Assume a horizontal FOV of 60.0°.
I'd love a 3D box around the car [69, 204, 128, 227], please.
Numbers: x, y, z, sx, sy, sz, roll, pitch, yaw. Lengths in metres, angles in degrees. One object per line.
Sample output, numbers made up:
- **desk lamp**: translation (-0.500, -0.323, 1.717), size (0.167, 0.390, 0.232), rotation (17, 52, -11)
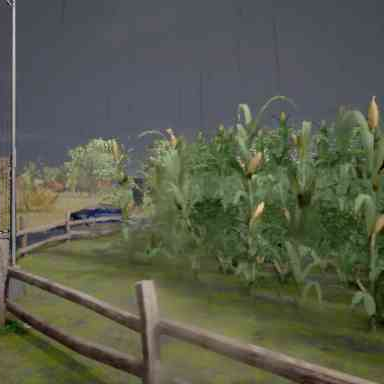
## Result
- **car**: translation (-6.366, 1.509, 22.440), size (1.994, 1.385, 4.181), rotation (0, 0, 37)
